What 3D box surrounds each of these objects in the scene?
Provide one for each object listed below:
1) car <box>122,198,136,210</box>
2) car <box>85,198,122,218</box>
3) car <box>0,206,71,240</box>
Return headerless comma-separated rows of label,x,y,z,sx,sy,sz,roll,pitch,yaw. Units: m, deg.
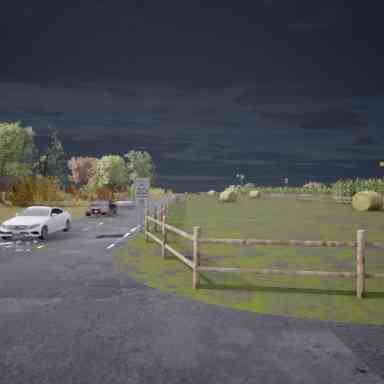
car,-7.752,1.367,39.522,1.895,1.301,4.718,1,0,0
car,-7.660,1.397,28.530,1.994,1.385,4.181,1,0,0
car,-7.547,1.434,16.592,1.812,1.442,4.674,1,0,0
